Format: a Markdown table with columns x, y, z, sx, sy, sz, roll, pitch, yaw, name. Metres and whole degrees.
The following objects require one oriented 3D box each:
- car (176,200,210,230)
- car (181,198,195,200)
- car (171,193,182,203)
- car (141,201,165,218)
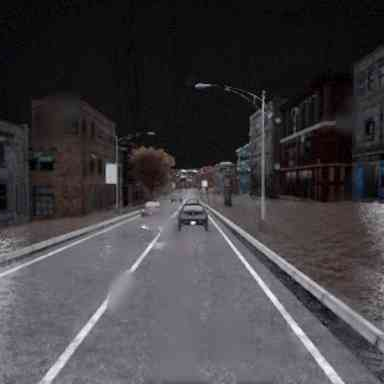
| x | y | z | sx | sy | sz | roll | pitch | yaw | name |
| --- | --- | --- | --- | --- | --- | --- | --- | --- | --- |
| 0.056 | 1.514 | 21.253 | 1.837 | 1.490 | 4.892 | 0 | 0 | 0 | car |
| -0.021 | 1.607 | 40.551 | 2.033 | 1.411 | 5.357 | 0 | 0 | 0 | car |
| -3.253 | 1.195 | 70.680 | 2.150 | 2.045 | 5.566 | 0 | 0 | 0 | car |
| -3.478 | 1.554 | 30.385 | 1.812 | 1.442 | 4.674 | 0 | 0 | 0 | car |
